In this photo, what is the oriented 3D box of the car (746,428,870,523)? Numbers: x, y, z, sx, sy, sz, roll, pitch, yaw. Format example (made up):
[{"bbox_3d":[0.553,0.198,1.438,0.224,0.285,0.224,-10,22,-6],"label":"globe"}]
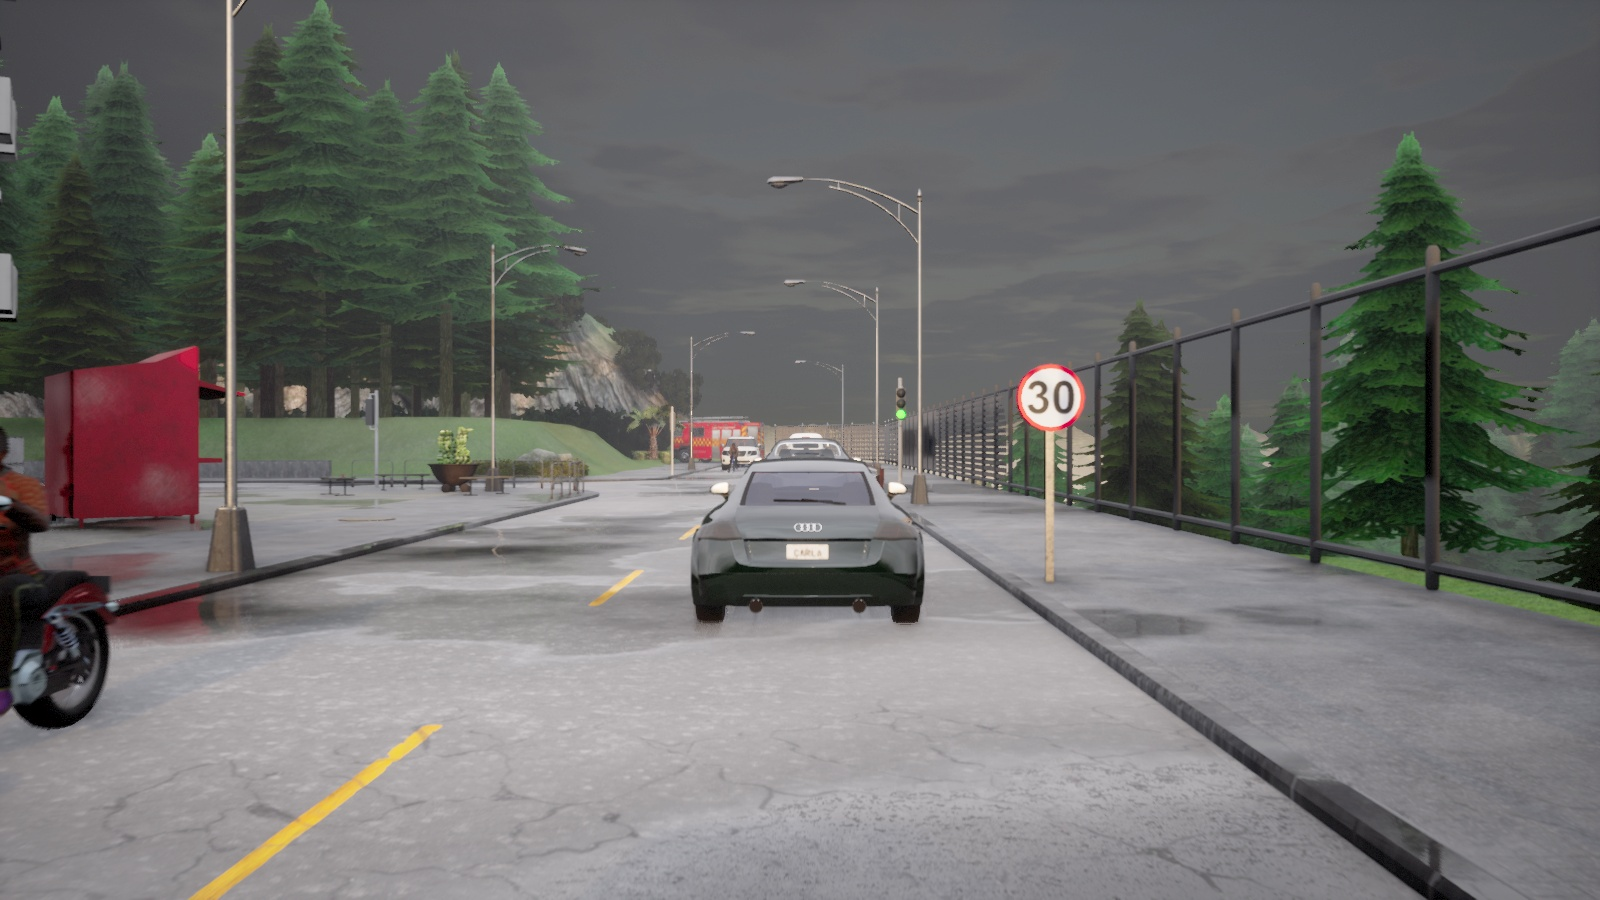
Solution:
[{"bbox_3d":[0.149,0.431,24.322,2.152,1.651,5.027,0,0,0],"label":"car"}]

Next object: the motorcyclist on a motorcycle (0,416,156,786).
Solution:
[{"bbox_3d":[-3.952,0.672,5.768,0.766,1.649,2.350,0,0,0],"label":"motorcyclist on a motorcycle"}]

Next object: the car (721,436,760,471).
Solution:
[{"bbox_3d":[-3.572,0.168,76.238,2.150,2.045,5.566,0,0,0],"label":"car"}]

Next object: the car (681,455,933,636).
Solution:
[{"bbox_3d":[0.079,0.765,12.022,1.994,1.385,4.181,0,0,1],"label":"car"}]
